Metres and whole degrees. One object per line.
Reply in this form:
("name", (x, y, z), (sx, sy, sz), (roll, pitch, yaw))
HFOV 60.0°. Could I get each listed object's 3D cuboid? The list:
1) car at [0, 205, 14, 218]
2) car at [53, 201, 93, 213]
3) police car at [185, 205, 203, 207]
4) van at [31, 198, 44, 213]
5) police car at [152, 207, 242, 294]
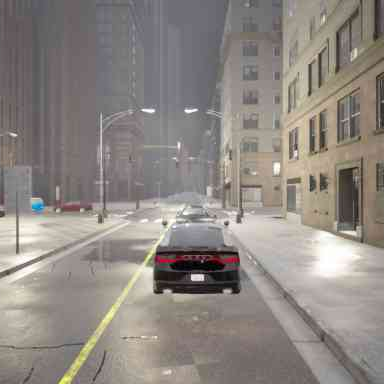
("car", (-19.611, 1.524, 30.591), (5.009, 1.841, 2.192), (-1, 0, 0))
("car", (-13.958, 1.728, 39.094), (4.507, 1.381, 1.887), (-1, 0, 0))
("police car", (0.120, 1.510, 18.522), (2.038, 1.542, 4.974), (0, 0, 0))
("van", (-19.584, 1.592, 39.117), (3.998, 1.788, 1.690), (-1, 0, 0))
("police car", (0.107, 1.427, 8.917), (1.930, 1.638, 5.238), (0, 0, 0))
